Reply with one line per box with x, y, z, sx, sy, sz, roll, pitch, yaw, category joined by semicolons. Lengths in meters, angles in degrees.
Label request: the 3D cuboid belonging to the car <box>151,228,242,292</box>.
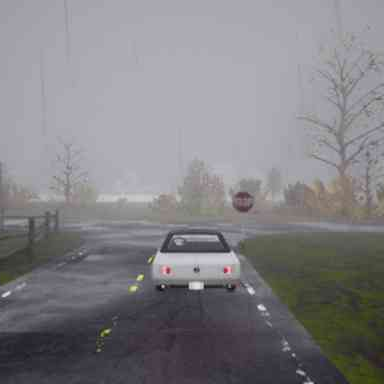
0.066;1.641;9.042;1.895;1.301;4.718;0;0;-1;car
